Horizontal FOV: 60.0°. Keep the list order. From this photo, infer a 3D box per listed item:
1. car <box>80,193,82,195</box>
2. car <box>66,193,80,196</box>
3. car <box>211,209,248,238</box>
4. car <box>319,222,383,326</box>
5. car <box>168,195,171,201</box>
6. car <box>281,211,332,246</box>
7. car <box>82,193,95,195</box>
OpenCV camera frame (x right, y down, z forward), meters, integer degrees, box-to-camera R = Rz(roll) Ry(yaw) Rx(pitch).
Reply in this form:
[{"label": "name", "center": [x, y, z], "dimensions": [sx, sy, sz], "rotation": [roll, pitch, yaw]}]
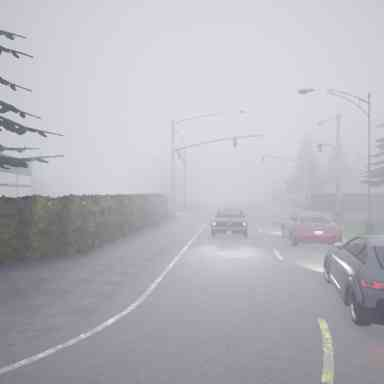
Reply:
[{"label": "car", "center": [-26.246, 1.102, 78.190], "dimensions": [1.905, 1.878, 3.866], "rotation": [0, 0, 7]}, {"label": "car", "center": [-22.175, 1.338, 59.353], "dimensions": [1.845, 1.501, 3.633], "rotation": [0, 0, 7]}, {"label": "car", "center": [2.049, 1.609, 17.988], "dimensions": [1.895, 1.301, 4.718], "rotation": [0, 0, 8]}, {"label": "car", "center": [4.001, 1.568, 6.823], "dimensions": [1.994, 1.385, 4.181], "rotation": [0, 0, 14]}, {"label": "car", "center": [-4.908, 1.402, 75.633], "dimensions": [1.845, 1.501, 3.633], "rotation": [0, 0, 7]}, {"label": "car", "center": [5.281, 1.571, 15.135], "dimensions": [1.994, 1.385, 4.181], "rotation": [0, 0, 8]}, {"label": "car", "center": [-23.312, 1.123, 78.216], "dimensions": [1.932, 1.855, 4.605], "rotation": [0, 0, 7]}]
